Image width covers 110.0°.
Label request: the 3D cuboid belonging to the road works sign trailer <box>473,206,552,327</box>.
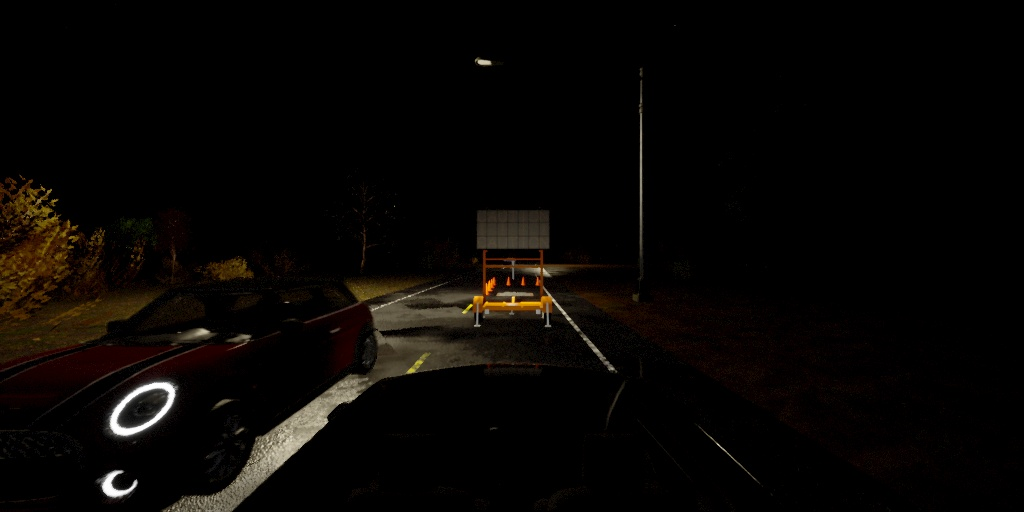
[{"bbox_3d":[0.038,0.214,11.533,2.380,3.560,2.880,0,0,1],"label":"road works sign trailer"}]

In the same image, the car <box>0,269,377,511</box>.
[{"bbox_3d":[-3.464,1.102,4.487,2.097,1.767,4.553,0,0,0],"label":"car"}]
